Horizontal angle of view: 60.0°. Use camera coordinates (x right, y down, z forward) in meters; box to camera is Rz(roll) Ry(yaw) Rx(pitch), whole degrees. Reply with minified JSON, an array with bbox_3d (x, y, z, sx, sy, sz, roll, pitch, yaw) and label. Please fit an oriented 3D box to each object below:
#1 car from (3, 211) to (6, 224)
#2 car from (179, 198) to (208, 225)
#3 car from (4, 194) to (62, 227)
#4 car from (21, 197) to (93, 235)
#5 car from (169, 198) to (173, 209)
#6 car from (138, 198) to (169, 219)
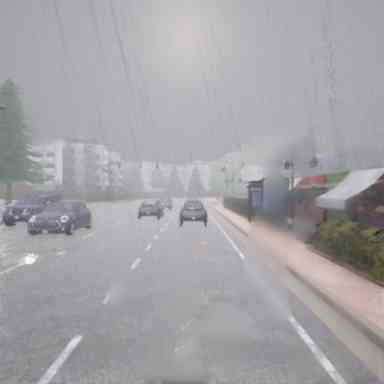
[{"bbox_3d":[-7.083,1.464,8.338,1.882,1.535,5.008,0,0,0],"label":"car"},{"bbox_3d":[0.100,1.453,23.429,2.128,1.511,4.902,0,0,0],"label":"car"},{"bbox_3d":[-10.581,1.184,22.863,2.150,2.045,5.566,0,0,0],"label":"car"},{"bbox_3d":[-7.073,1.322,18.295,2.097,1.767,4.553,0,0,0],"label":"car"},{"bbox_3d":[-3.473,1.477,42.855,2.033,1.411,5.357,0,0,0],"label":"car"},{"bbox_3d":[-3.402,1.446,28.241,2.128,1.511,4.902,0,0,0],"label":"car"}]
